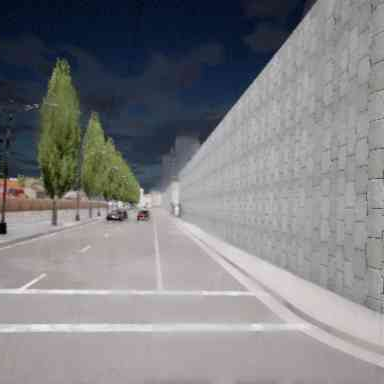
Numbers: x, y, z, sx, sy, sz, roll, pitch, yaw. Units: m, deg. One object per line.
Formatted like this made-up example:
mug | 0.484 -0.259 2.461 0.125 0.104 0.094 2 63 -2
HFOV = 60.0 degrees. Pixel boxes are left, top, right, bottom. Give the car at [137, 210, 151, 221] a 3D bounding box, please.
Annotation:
car | -7.213 3.498 49.671 1.837 1.490 4.892 3 -3 -7

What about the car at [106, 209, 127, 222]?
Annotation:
car | -10.115 3.166 43.949 1.994 1.385 4.181 3 -3 -6

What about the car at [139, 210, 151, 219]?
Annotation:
car | -8.337 3.935 59.316 2.033 1.411 5.357 3 -3 -6
